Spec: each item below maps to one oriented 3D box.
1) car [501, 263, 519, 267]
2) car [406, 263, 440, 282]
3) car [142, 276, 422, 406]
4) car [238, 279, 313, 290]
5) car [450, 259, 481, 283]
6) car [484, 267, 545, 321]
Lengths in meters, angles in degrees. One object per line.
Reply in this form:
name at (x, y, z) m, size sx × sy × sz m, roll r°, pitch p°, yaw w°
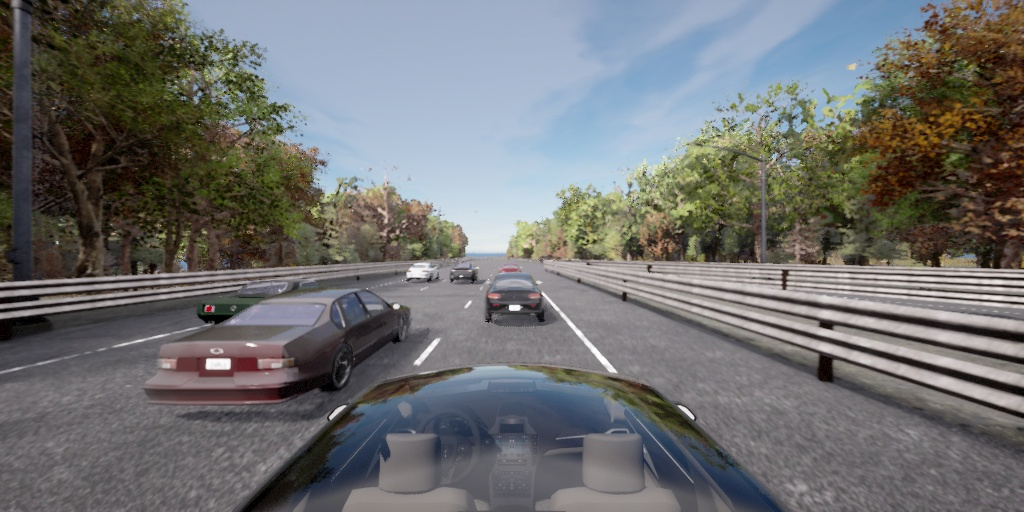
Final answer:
car at (-0.149, 1.279, 28.887) m, size 1.812 × 1.442 × 4.674 m, roll 0°, pitch 0°, yaw -1°
car at (-7.151, 1.282, 28.932) m, size 1.812 × 1.442 × 4.674 m, roll 0°, pitch 0°, yaw -1°
car at (-3.414, 1.298, 6.665) m, size 2.033 × 1.411 × 5.357 m, roll 0°, pitch 0°, yaw 0°
car at (-6.935, 1.352, 11.213) m, size 1.895 × 1.301 × 4.718 m, roll 0°, pitch 0°, yaw 0°
car at (-3.631, 1.246, 27.770) m, size 2.128 × 1.511 × 4.902 m, roll 0°, pitch 0°, yaw -1°
car at (0.055, 1.275, 12.266) m, size 1.812 × 1.442 × 4.674 m, roll 0°, pitch 0°, yaw 0°
